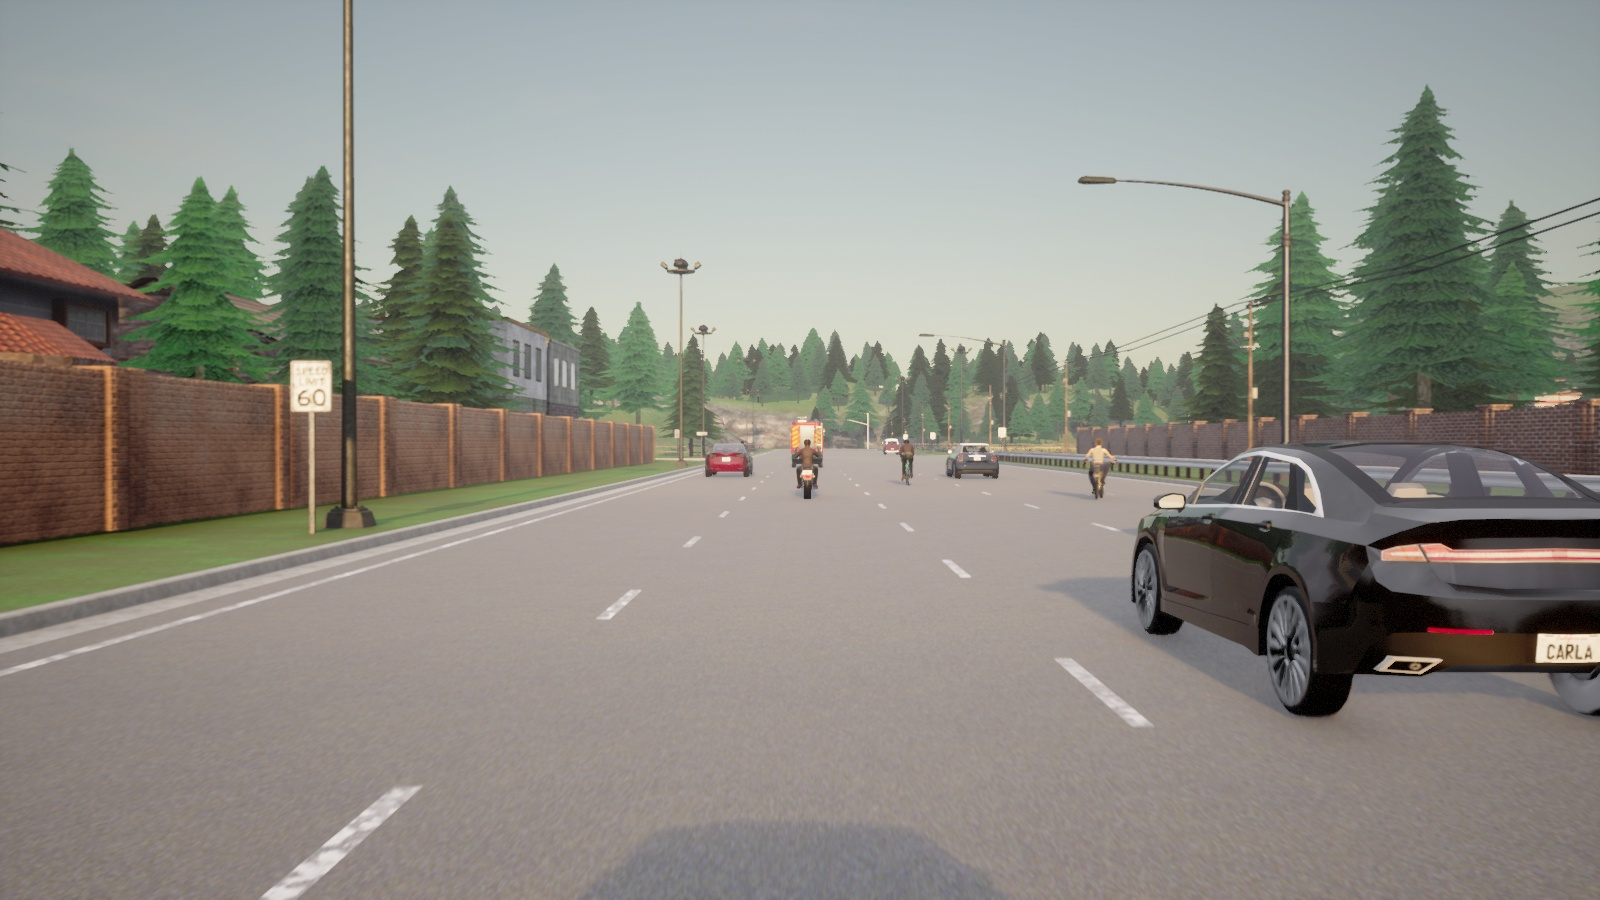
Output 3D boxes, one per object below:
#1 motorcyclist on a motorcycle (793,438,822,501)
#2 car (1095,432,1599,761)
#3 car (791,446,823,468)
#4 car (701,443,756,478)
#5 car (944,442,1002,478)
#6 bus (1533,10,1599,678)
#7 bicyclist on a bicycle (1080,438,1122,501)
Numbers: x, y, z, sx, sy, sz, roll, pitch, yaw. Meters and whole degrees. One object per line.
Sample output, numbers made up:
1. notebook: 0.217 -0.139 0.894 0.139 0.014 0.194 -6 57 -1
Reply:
1. motorcyclist on a motorcycle: 0.205 0.504 34.226 0.766 1.649 2.350 0 0 0
2. car: 3.562 0.659 8.221 2.128 1.511 4.902 0 0 0
3. car: 0.447 0.414 76.838 1.895 1.301 4.718 0 0 0
4. car: -3.167 0.426 56.482 2.163 1.488 4.792 0 0 0
5. car: 7.316 0.416 53.566 1.970 1.475 3.806 0 0 0
6. bus: 7.034 -0.644 3.570 3.944 4.253 10.273 0 0 0
7. bicyclist on a bicycle: 7.904 0.503 32.985 0.866 1.612 1.509 0 0 21
